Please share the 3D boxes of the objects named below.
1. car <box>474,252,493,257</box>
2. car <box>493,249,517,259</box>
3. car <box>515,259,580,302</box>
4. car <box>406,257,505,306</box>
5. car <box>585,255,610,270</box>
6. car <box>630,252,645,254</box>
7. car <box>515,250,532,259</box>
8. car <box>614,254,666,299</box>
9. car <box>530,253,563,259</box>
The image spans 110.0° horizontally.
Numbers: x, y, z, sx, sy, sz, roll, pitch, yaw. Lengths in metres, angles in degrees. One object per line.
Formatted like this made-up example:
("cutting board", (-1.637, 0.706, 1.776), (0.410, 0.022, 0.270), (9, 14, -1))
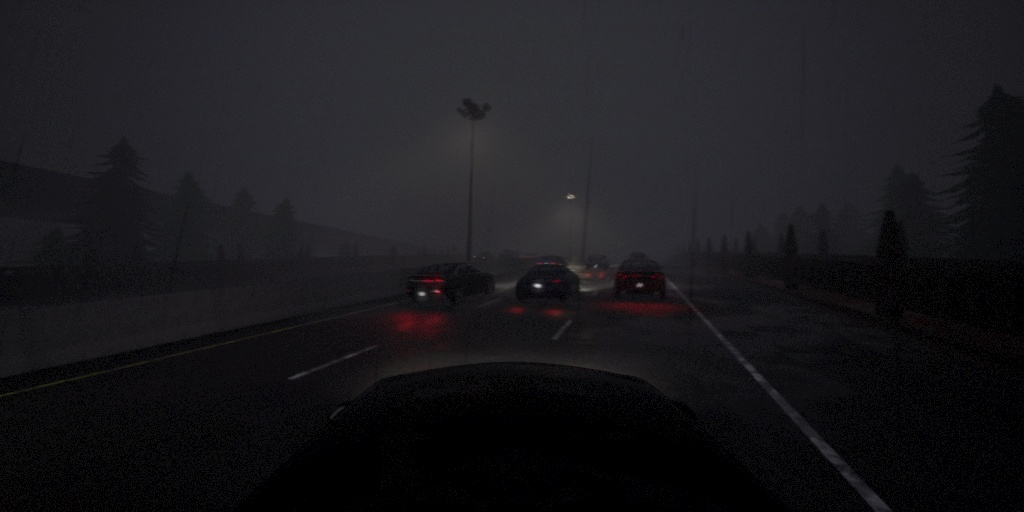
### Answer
("car", (-3.982, 0.175, 52.599), (2.097, 1.767, 4.553), (0, 0, 20))
("car", (-0.341, 0.028, 52.383), (2.150, 2.045, 5.566), (0, -1, 19))
("car", (1.603, 1.008, 14.945), (1.994, 1.385, 4.181), (0, 1, 19))
("car", (-2.265, 1.005, 14.477), (2.128, 1.511, 4.902), (0, 1, 19))
("car", (8.090, 0.548, 33.637), (1.895, 1.301, 4.718), (0, 1, 19))
("car", (12.079, 0.374, 34.457), (1.837, 1.490, 4.892), (0, 1, 19))
("car", (2.402, 0.249, 49.660), (1.882, 1.535, 5.008), (0, 0, 20))
("car", (5.497, 0.850, 15.494), (1.882, 1.535, 5.008), (0, 1, 19))
("car", (3.499, 0.620, 31.084), (2.033, 1.411, 5.357), (0, 1, 19))
